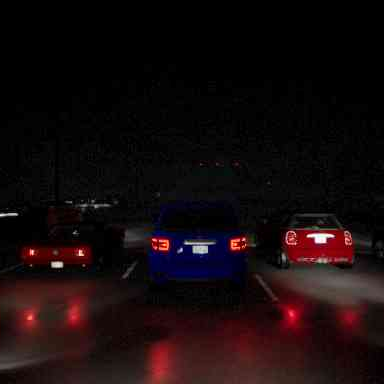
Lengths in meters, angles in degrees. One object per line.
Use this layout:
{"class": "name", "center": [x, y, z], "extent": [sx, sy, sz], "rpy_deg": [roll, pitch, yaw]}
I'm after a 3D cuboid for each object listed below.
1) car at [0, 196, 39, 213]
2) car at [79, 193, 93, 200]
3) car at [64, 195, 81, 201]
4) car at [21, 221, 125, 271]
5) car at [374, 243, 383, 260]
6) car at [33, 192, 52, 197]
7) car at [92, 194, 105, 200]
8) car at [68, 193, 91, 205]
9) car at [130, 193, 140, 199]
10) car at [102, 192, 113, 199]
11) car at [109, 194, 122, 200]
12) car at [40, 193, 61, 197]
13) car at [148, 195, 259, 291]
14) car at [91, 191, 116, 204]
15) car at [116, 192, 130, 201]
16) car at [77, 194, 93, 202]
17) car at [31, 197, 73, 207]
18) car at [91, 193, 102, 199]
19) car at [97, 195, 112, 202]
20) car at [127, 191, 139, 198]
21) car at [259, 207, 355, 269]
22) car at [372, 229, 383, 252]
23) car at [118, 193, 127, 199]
{"class": "car", "center": [-17.881, 1.441, 34.162], "extent": [1.994, 1.385, 4.181], "rpy_deg": [0, 0, -1]}
{"class": "car", "center": [-25.254, 1.103, 79.587], "extent": [1.837, 1.490, 4.892], "rpy_deg": [0, 0, -1]}
{"class": "car", "center": [-25.154, 1.255, 70.195], "extent": [1.895, 1.301, 4.718], "rpy_deg": [0, 0, -1]}
{"class": "car", "center": [-3.475, 1.585, 10.801], "extent": [1.895, 1.301, 4.718], "rpy_deg": [0, 0, 0]}
{"class": "car", "center": [3.597, 1.490, 2.113], "extent": [2.128, 1.511, 4.902], "rpy_deg": [0, 0, 0]}
{"class": "car", "center": [-25.081, 0.967, 55.776], "extent": [2.150, 2.045, 5.566], "rpy_deg": [0, 0, 0]}
{"class": "car", "center": [-21.731, 1.168, 77.505], "extent": [1.994, 1.385, 4.181], "rpy_deg": [0, 0, -1]}
{"class": "car", "center": [-18.079, 1.258, 54.563], "extent": [1.837, 1.490, 4.892], "rpy_deg": [0, 0, 0]}
{"class": "car", "center": [-15.191, 1.086, 89.057], "extent": [2.033, 1.411, 5.357], "rpy_deg": [0, 0, -3]}
{"class": "car", "center": [-22.051, 0.913, 87.095], "extent": [2.097, 1.767, 4.553], "rpy_deg": [0, 0, -3]}
{"class": "car", "center": [-18.256, 1.141, 79.913], "extent": [2.033, 1.411, 5.357], "rpy_deg": [0, 0, -1]}
{"class": "car", "center": [-21.547, 1.293, 52.130], "extent": [1.812, 1.442, 4.674], "rpy_deg": [0, 0, -1]}
{"class": "car", "center": [0.054, 1.208, 9.160], "extent": [2.150, 2.045, 5.566], "rpy_deg": [0, 0, -2]}
{"class": "car", "center": [-14.582, 1.103, 54.887], "extent": [2.097, 1.767, 4.553], "rpy_deg": [0, 0, 0]}
{"class": "car", "center": [-14.639, 1.208, 68.747], "extent": [2.033, 1.411, 5.357], "rpy_deg": [0, 0, -1]}
{"class": "car", "center": [-21.625, 1.201, 67.327], "extent": [1.812, 1.442, 4.674], "rpy_deg": [0, 0, -1]}
{"class": "car", "center": [-14.384, 1.477, 34.426], "extent": [1.895, 1.301, 4.718], "rpy_deg": [0, 0, -1]}
{"class": "car", "center": [-25.957, 1.078, 90.357], "extent": [2.033, 1.411, 5.357], "rpy_deg": [0, 0, -7]}
{"class": "car", "center": [-18.146, 1.260, 69.393], "extent": [1.895, 1.301, 4.718], "rpy_deg": [0, 0, -1]}
{"class": "car", "center": [-14.750, 0.831, 79.149], "extent": [2.150, 2.045, 5.566], "rpy_deg": [0, 0, -1]}
{"class": "car", "center": [3.519, 1.335, 11.257], "extent": [2.097, 1.767, 4.553], "rpy_deg": [0, 0, 0]}
{"class": "car", "center": [7.030, 1.478, 9.356], "extent": [2.128, 1.511, 4.902], "rpy_deg": [0, 0, 0]}
{"class": "car", "center": [-18.831, 1.065, 90.101], "extent": [2.128, 1.511, 4.902], "rpy_deg": [0, 0, -7]}
